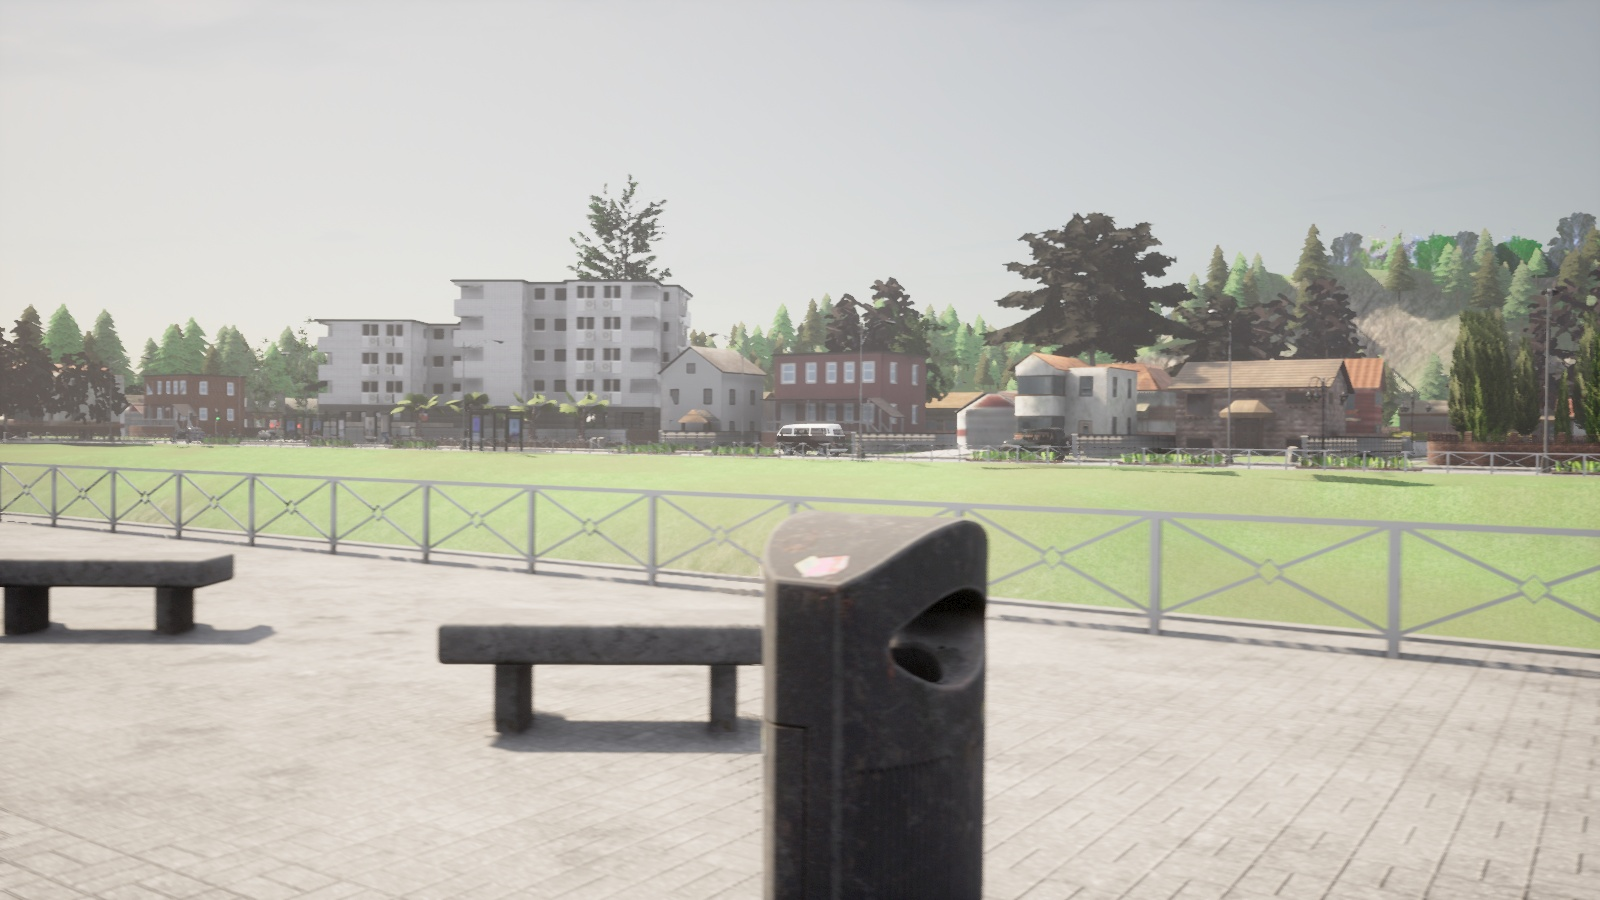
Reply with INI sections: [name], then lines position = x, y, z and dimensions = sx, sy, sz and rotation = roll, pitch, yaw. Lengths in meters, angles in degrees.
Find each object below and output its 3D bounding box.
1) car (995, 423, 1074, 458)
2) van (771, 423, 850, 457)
[car]
position = 12.984, -0.541, 69.649
dimensions = 3.866, 1.878, 1.905
rotation = 0, 1, 34
[van]
position = 0.625, -0.613, 77.863
dimensions = 4.480, 2.038, 2.069
rotation = 0, 1, 34
